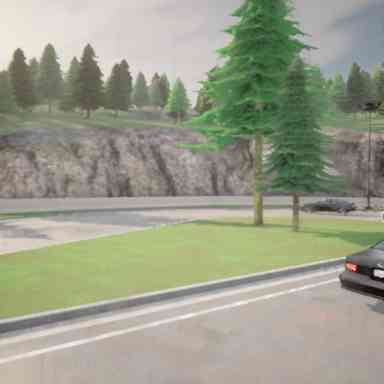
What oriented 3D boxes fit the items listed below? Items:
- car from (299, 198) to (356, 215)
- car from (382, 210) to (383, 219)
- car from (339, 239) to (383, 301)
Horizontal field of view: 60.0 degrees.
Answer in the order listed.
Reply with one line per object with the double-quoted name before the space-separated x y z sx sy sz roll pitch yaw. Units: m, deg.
"car" 12.632 1.324 31.117 4.902 1.511 2.128 1 0 33
"car" 15.589 1.431 23.121 1.812 1.442 4.674 1 0 -17
"car" 5.503 1.518 7.352 5.357 1.411 2.033 0 1 -33
